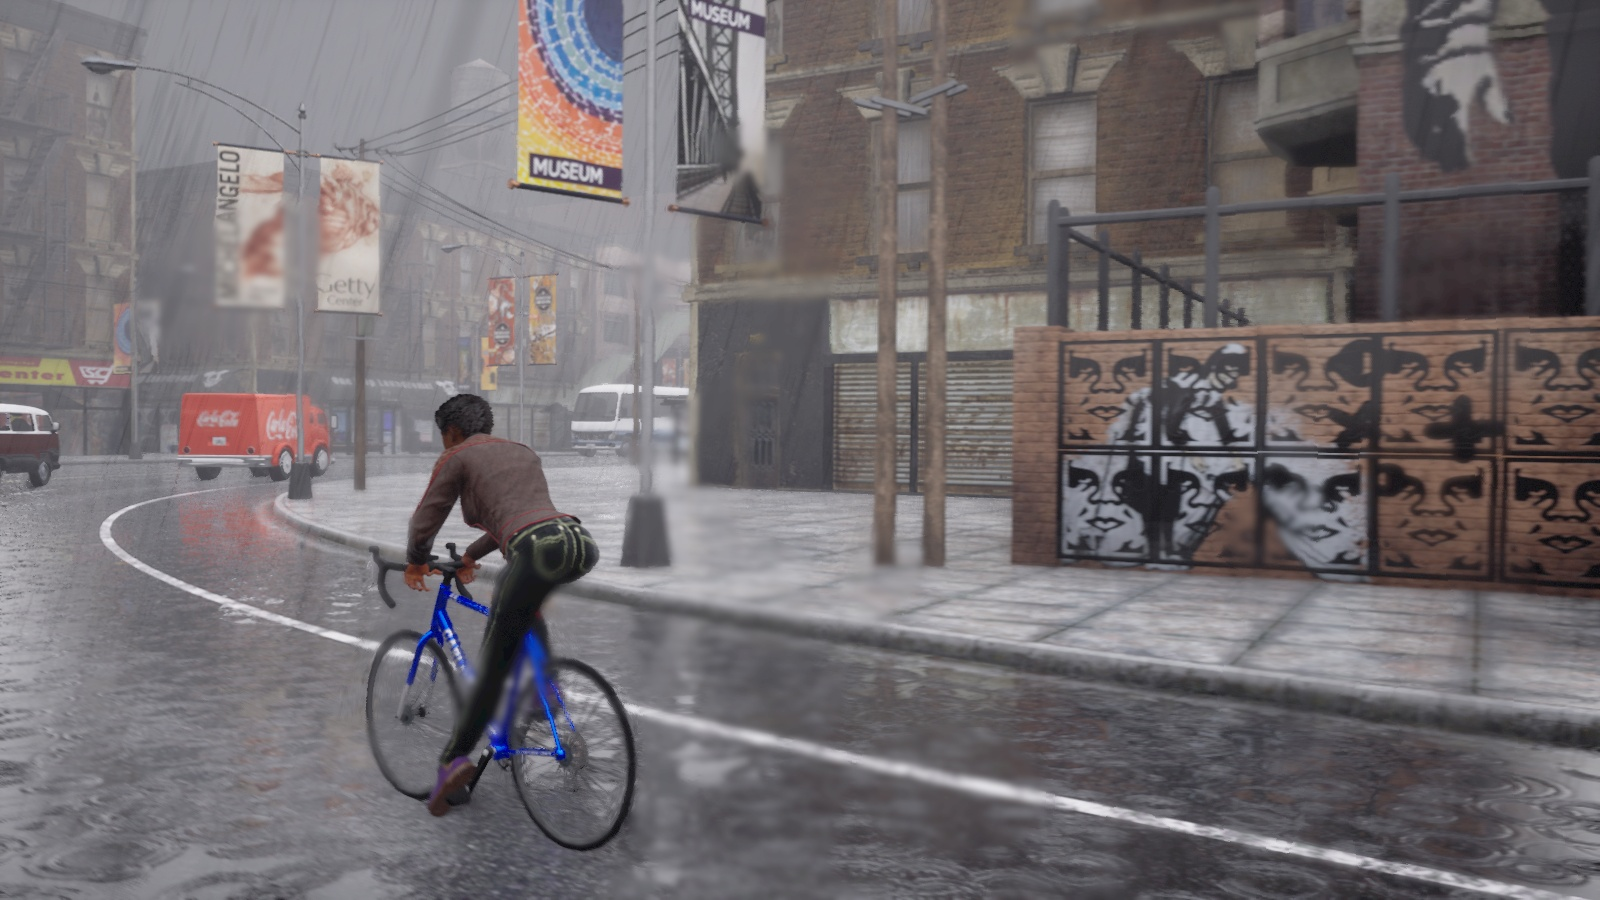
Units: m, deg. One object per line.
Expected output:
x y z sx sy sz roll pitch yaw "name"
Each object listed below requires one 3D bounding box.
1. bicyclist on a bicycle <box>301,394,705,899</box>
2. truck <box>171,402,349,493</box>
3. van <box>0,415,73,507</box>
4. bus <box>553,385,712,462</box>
-1.170 0.633 4.738 1.656 1.620 0.582 0 0 39 "bicyclist on a bicycle"
-15.636 -0.098 36.784 2.627 2.467 5.204 -1 1 5 "truck"
-19.088 0.238 29.379 2.069 2.038 4.480 -1 1 -8 "van"
-9.701 -1.528 74.421 3.944 4.253 10.273 0 1 29 "bus"
